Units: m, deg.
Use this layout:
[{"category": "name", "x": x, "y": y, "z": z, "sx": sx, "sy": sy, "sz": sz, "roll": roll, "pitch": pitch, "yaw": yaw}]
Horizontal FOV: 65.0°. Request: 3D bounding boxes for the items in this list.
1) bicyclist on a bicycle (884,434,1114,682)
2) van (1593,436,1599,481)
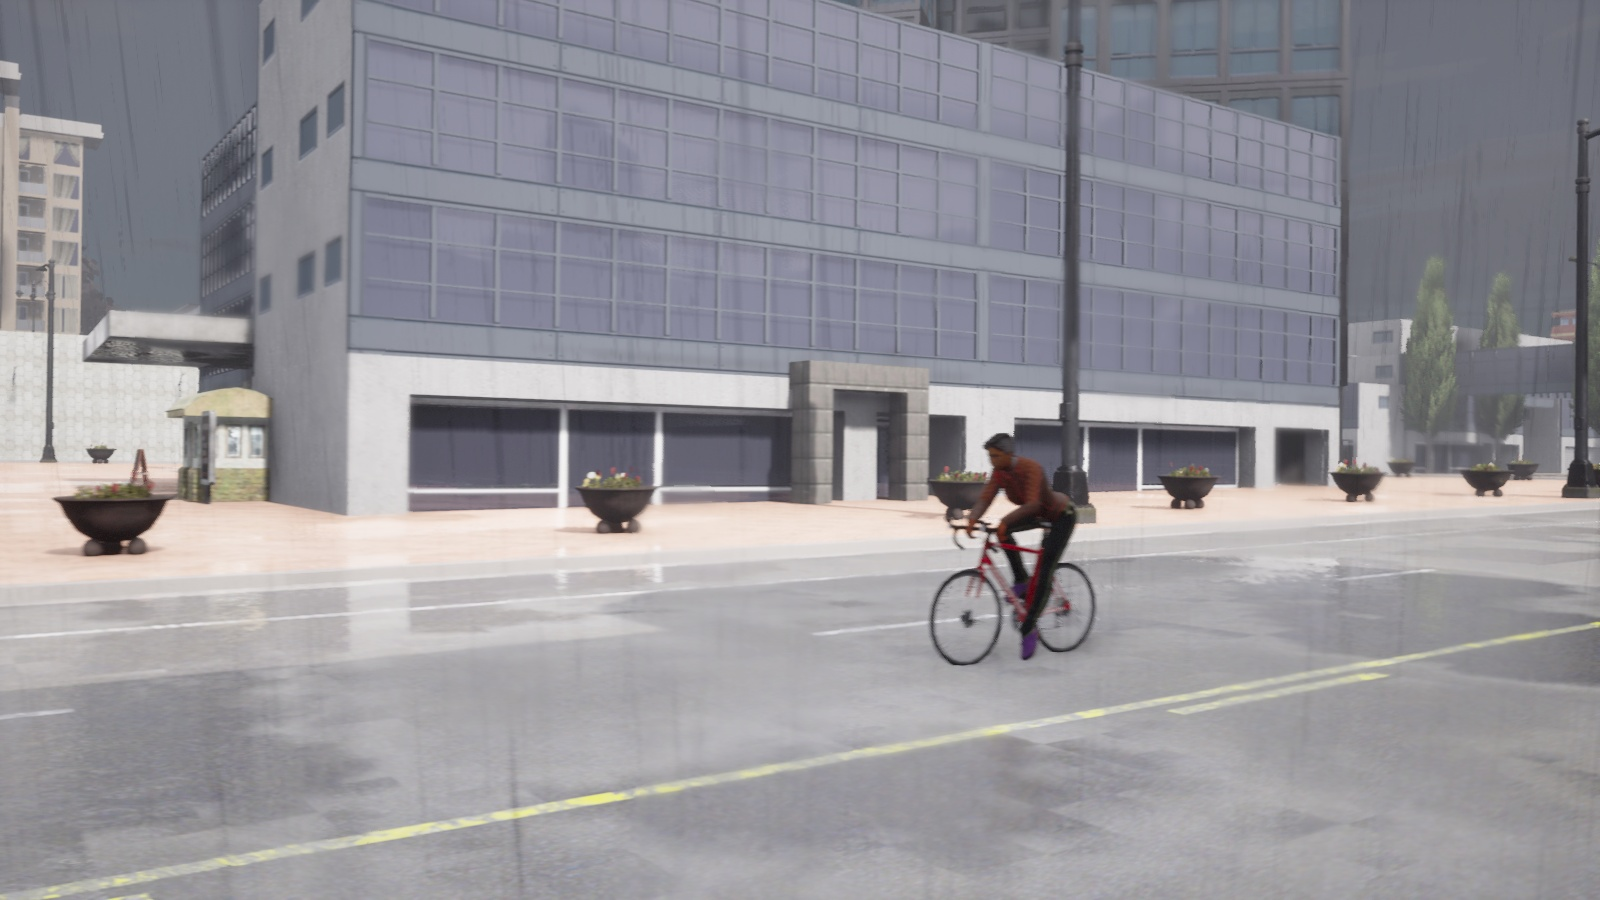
[{"category": "bicyclist on a bicycle", "x": 1.436, "y": 0.700, "z": 8.923, "sx": 1.656, "sy": 1.620, "sz": 0.582, "roll": -1, "pitch": 0, "yaw": -35}, {"category": "van", "x": 38.754, "y": 0.390, "z": 56.766, "sx": 2.069, "sy": 2.038, "sz": 4.480, "roll": 1, "pitch": -1, "yaw": -34}]
